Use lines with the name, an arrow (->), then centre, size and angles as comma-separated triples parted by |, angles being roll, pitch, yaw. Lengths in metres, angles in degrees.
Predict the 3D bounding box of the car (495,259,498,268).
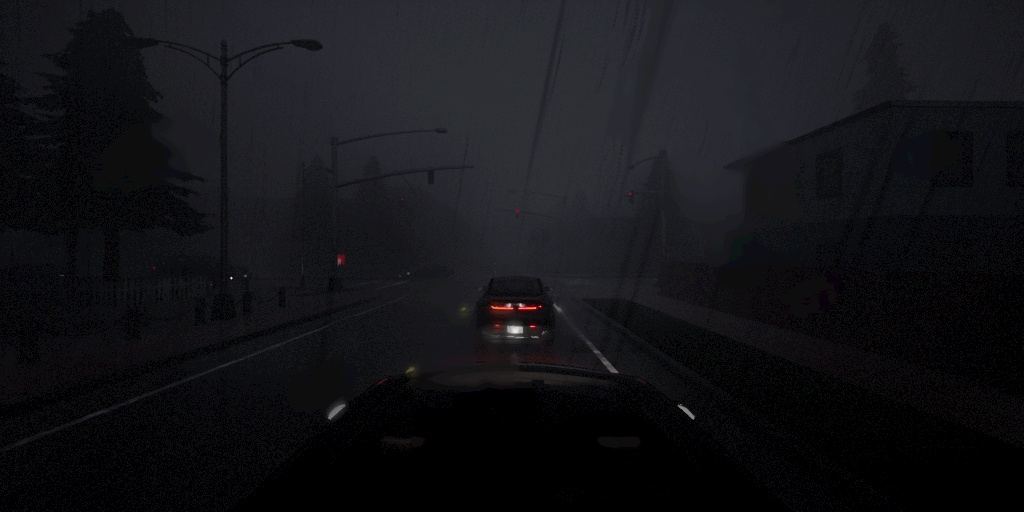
car -> -3.442, 1.256, 61.581 | 1.837, 1.490, 4.892 | 0, 0, 1

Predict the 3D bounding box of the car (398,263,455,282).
car -> -6.899, 1.283, 29.295 | 4.674, 1.442, 1.812 | 0, 1, -42

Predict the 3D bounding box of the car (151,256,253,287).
car -> -20.665, 0.987, 24.025 | 5.566, 2.045, 2.150 | 0, 0, -1

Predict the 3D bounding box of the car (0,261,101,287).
car -> -31.103, 1.257, 23.748 | 4.902, 1.511, 2.128 | 0, 0, -1

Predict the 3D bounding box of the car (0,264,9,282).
car -> -41.701, 1.329, 27.150 | 4.181, 1.385, 1.994 | 0, 0, -3

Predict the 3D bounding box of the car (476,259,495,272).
car -> -3.499, 1.275, 45.386 | 1.812, 1.442, 4.674 | 0, 0, 0

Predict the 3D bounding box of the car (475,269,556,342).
car -> 0.092, 1.255, 9.715 | 1.837, 1.490, 4.892 | 0, 0, 0
